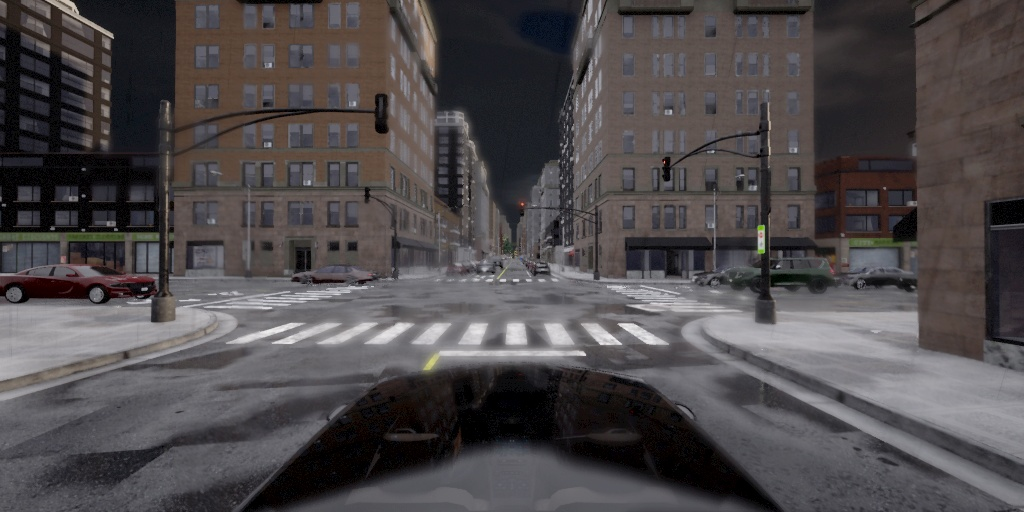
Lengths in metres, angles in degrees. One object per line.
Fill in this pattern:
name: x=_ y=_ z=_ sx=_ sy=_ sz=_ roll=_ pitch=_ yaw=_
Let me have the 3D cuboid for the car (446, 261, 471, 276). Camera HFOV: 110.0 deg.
car: x=-5.559 y=1.336 z=36.367 sx=1.802 sy=1.307 sz=4.207 roll=0 pitch=0 yaw=1

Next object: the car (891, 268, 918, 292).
car: x=25.717 y=1.550 z=20.979 sx=4.718 sy=1.301 sz=1.895 roll=0 pitch=-1 yaw=0

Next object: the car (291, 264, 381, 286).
car: x=-11.735 y=1.268 z=24.092 sx=5.357 sy=1.411 sz=2.033 roll=0 pitch=0 yaw=1

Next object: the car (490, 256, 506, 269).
car: x=-2.545 y=0.973 z=56.475 sx=2.150 sy=2.045 sz=5.566 roll=0 pitch=0 yaw=1

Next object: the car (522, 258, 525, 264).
car: x=3.306 y=1.315 z=63.918 sx=1.948 sy=1.339 sz=4.313 roll=0 pitch=0 yaw=1

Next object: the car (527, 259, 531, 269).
car: x=3.035 y=1.297 z=41.796 sx=1.888 sy=1.381 sz=4.507 roll=0 pitch=0 yaw=1

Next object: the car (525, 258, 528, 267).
car: x=3.102 y=1.302 z=47.327 sx=2.007 sy=1.370 sz=4.403 roll=0 pitch=0 yaw=1

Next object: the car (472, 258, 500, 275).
car: x=-2.768 y=1.245 z=39.079 sx=2.128 sy=1.511 sz=4.902 roll=0 pitch=0 yaw=1

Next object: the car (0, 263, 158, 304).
car: x=-17.440 y=1.062 z=14.552 sx=5.008 sy=1.535 sz=1.882 roll=0 pitch=-1 yaw=-1

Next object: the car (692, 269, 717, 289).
car: x=14.826 y=1.401 z=24.292 sx=4.902 sy=1.511 sz=2.128 roll=0 pitch=-1 yaw=2

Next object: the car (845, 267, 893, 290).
car: x=24.230 y=1.463 z=24.235 sx=4.902 sy=1.511 sz=2.128 roll=0 pitch=-1 yaw=0

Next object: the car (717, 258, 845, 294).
car: x=15.615 y=1.105 z=21.045 sx=5.566 sy=2.045 sz=2.150 roll=0 pitch=-1 yaw=0

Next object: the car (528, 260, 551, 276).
car: x=2.967 y=1.318 z=36.266 sx=1.948 sy=1.339 sz=4.313 roll=0 pitch=0 yaw=1
